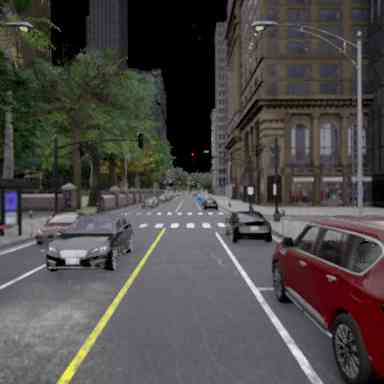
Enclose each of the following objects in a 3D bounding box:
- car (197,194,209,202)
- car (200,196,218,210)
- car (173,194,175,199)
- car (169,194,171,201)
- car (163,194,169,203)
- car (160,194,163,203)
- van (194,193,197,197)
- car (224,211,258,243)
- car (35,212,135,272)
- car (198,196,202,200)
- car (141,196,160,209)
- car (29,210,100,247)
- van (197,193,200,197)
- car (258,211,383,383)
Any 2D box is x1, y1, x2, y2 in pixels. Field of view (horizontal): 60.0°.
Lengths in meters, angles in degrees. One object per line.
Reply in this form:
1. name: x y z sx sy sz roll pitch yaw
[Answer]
1. car: 2.251 1.547 53.509 1.752 1.417 4.829 -1 0 -1
2. car: 2.357 1.582 42.499 1.947 1.339 4.313 -1 0 -1
3. car: -6.636 1.395 91.218 2.192 1.841 5.009 -1 0 -1
4. car: -6.481 1.400 74.958 2.192 1.841 5.009 -1 0 -1
5. car: -6.428 1.525 69.538 1.967 1.590 4.097 -1 0 -1
6. car: -6.273 1.522 53.277 1.967 1.590 4.097 -1 0 -1
7. van: 1.992 1.364 80.440 1.690 1.788 3.998 -1 0 -1
8. car: 2.609 1.563 16.063 1.947 1.339 4.313 -1 0 -1
9. car: -3.104 1.526 11.015 2.128 1.511 4.902 0 0 -1
10. car: 2.305 1.585 47.919 1.947 1.339 4.313 -1 0 -1
11. car: -6.220 1.630 47.857 2.008 1.369 4.403 -1 0 -1
12. car: -5.916 1.640 15.999 1.802 1.307 4.206 -1 0 -1
13. van: 2.199 1.364 58.759 1.690 1.788 3.998 -1 0 -1
14. car: 2.709 1.302 5.213 2.192 1.841 5.009 -1 0 -1
